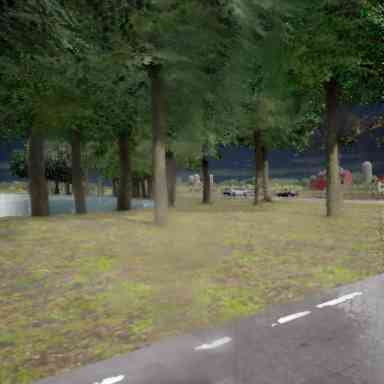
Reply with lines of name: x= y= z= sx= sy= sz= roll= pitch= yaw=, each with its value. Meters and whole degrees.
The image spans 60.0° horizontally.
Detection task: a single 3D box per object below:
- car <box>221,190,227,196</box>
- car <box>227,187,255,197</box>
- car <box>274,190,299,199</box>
car: x=8.851 y=0.123 z=76.753 sx=1.882 sy=1.535 sz=5.008 roll=-2 pitch=2 yaw=-36
car: x=10.557 y=-0.037 z=69.682 sx=2.150 sy=2.045 sz=5.566 roll=-2 pitch=2 yaw=-36
car: x=18.114 y=0.409 z=63.926 sx=1.882 sy=1.535 sz=5.008 roll=-2 pitch=2 yaw=-36
